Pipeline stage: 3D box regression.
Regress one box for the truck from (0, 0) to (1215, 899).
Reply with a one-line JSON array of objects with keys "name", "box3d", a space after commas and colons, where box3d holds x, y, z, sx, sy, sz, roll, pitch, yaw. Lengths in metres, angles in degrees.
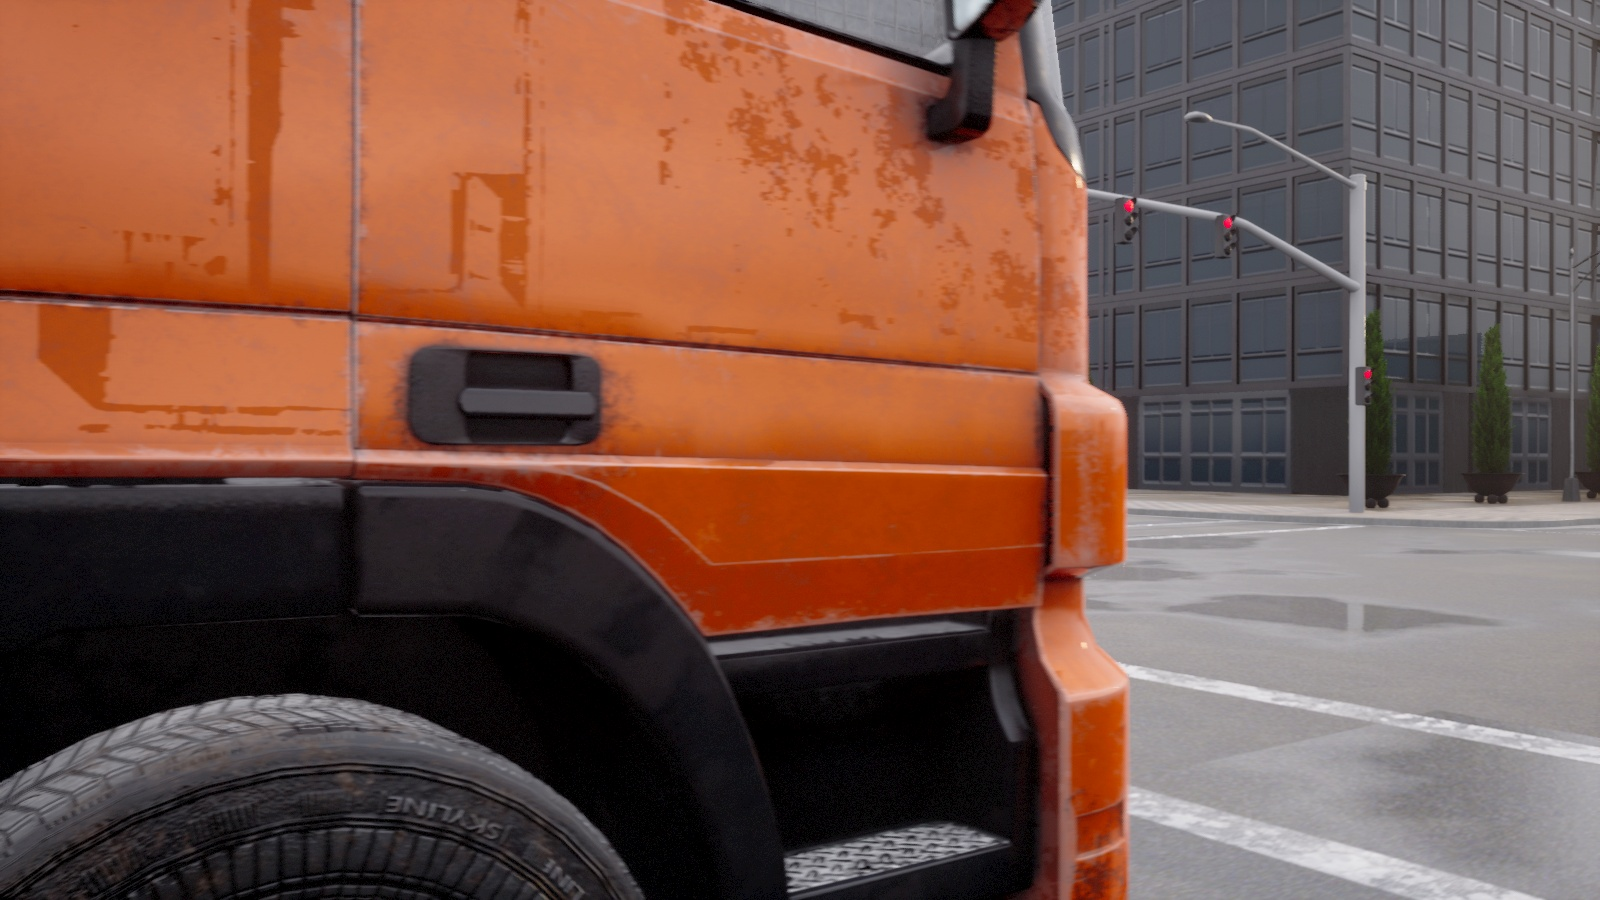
[{"name": "truck", "box3d": [-3.274, -0.230, 1.386, 7.936, 3.462, 2.891, 0, 0, -35]}]
